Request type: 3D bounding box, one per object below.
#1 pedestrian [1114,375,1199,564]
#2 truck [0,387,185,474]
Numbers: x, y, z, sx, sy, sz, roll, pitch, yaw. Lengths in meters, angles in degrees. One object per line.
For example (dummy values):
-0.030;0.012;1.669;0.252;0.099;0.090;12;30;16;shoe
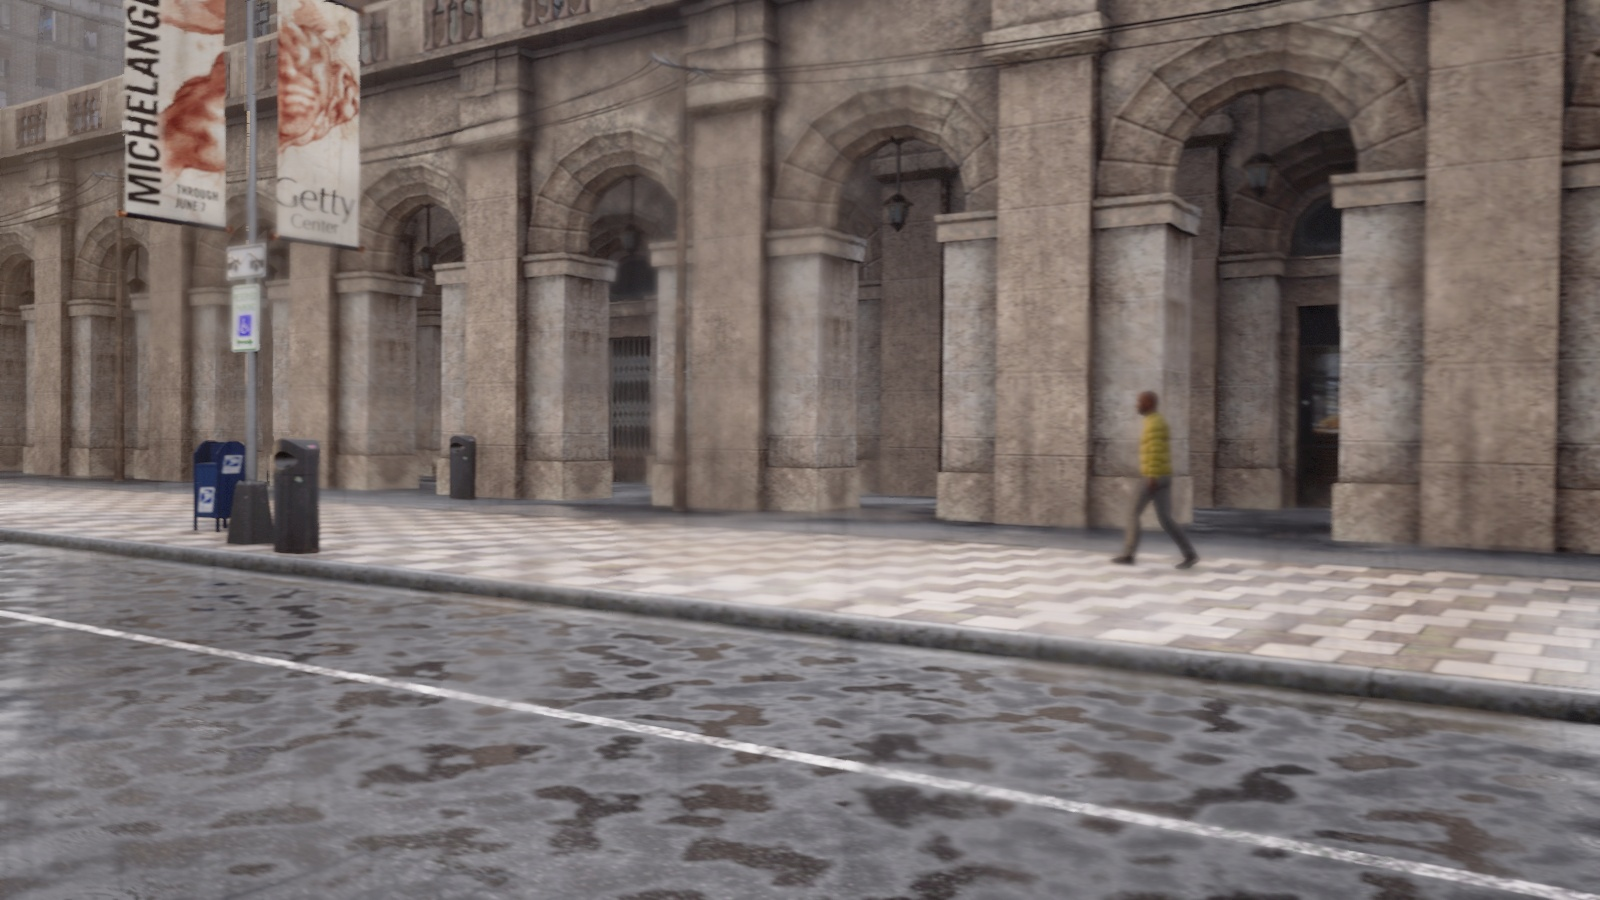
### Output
3.549;0.185;12.518;0.726;1.835;0.370;0;1;34;pedestrian
-34.208;-0.940;59.806;2.891;3.827;8.468;0;1;33;truck
